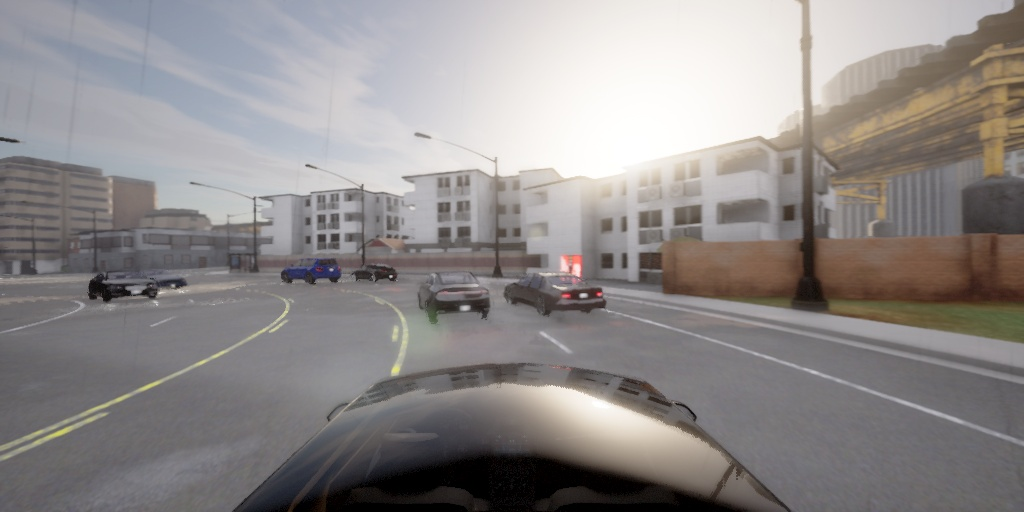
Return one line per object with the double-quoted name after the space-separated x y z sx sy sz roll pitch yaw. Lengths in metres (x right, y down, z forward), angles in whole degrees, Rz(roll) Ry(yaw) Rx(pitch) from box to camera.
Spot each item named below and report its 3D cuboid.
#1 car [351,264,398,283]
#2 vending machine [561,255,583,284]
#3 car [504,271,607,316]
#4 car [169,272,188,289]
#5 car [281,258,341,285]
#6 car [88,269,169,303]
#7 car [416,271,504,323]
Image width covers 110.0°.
-11.564 1.414 29.968 4.892 1.490 1.837 -1 -1 37 "car"
3.668 0.908 22.020 1.100 2.100 0.880 0 0 -31 "vending machine"
1.328 1.286 13.416 2.033 1.411 5.357 -1 0 -21 "car"
-25.348 1.630 25.297 5.357 1.411 2.033 -1 0 23 "car"
-16.189 1.189 28.924 5.566 2.045 2.150 -1 0 30 "car"
-20.231 1.506 18.647 4.902 1.511 2.128 -1 0 32 "car"
-2.147 1.273 12.430 2.128 1.511 4.902 -1 0 -20 "car"
